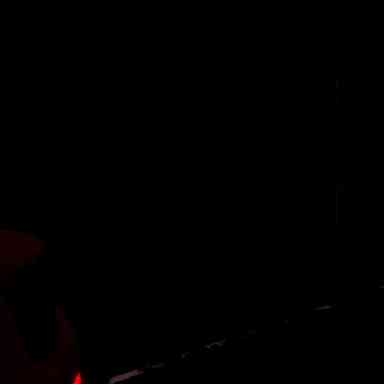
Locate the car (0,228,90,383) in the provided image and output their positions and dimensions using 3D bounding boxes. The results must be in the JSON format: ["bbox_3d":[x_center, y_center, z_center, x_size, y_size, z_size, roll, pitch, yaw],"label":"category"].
[{"bbox_3d":[-3.095,1.224,0.854,5.566,2.045,2.150,1,0,-35],"label":"car"}]
